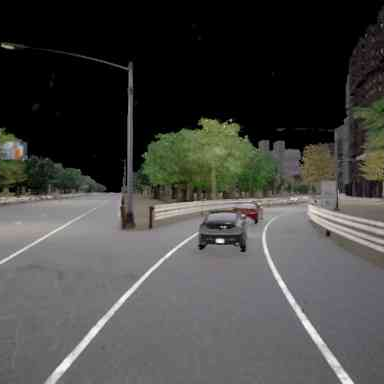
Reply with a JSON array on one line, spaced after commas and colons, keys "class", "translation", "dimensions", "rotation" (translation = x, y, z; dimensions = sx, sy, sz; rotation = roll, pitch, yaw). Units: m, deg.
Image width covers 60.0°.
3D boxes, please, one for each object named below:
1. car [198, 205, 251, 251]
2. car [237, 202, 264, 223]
[{"class": "car", "translation": [1.451, 1.518, 14.390], "dimensions": [1.837, 1.490, 4.892], "rotation": [0, 0, 10]}, {"class": "car", "translation": [4.376, 1.520, 25.726], "dimensions": [1.882, 1.535, 5.008], "rotation": [0, 0, 18]}]
